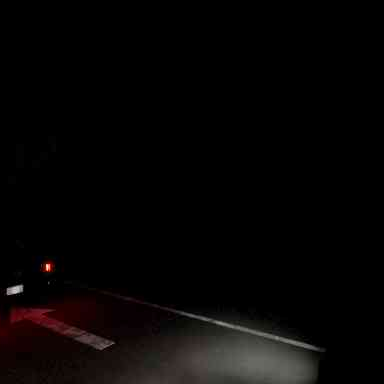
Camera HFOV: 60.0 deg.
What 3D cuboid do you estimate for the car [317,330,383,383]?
[{"bbox_3d":[3.084,1.526,1.718,4.674,1.442,1.812,0,0,36],"label":"car"}]

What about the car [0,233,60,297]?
[{"bbox_3d":[-5.211,1.601,7.713,4.718,1.301,1.895,0,0,35],"label":"car"}]
